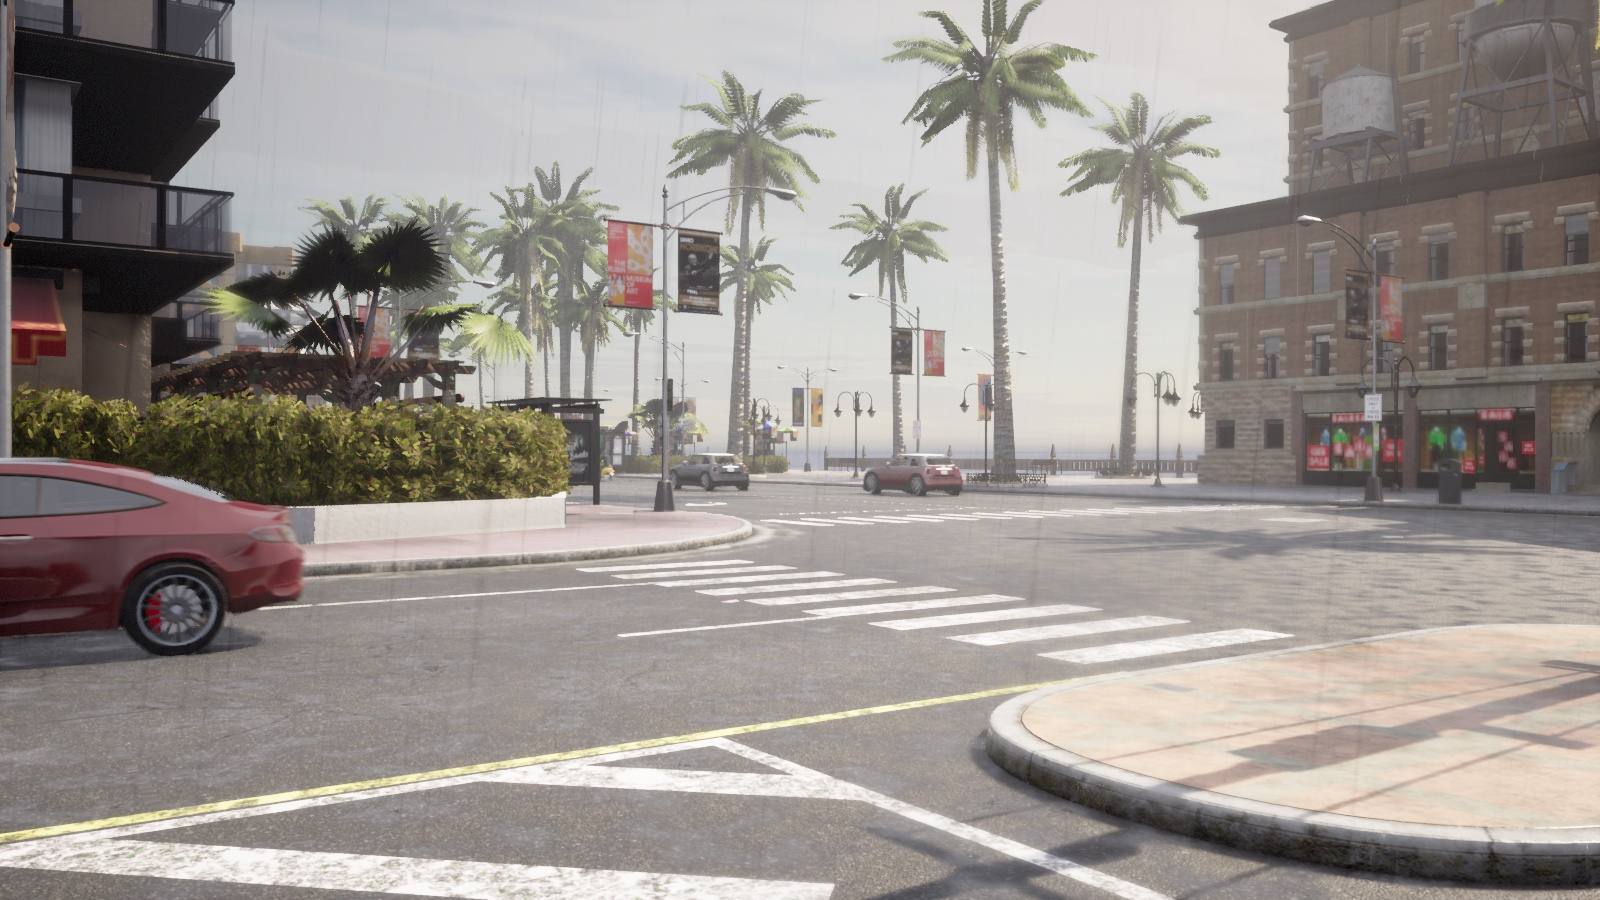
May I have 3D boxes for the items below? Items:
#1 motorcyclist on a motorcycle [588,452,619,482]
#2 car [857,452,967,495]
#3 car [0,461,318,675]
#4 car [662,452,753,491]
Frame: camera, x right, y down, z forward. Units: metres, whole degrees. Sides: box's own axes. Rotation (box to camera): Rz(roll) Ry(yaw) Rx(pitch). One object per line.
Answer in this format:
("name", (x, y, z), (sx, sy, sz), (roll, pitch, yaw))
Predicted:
("motorcyclist on a motorcycle", (-10.312, 0.882, 65.992), (0.866, 1.590, 1.817), (0, 0, -36))
("car", (3.971, 0.812, 45.206), (1.970, 1.475, 3.806), (0, 0, -34))
("car", (-6.152, 0.806, 9.089), (4.674, 1.442, 1.812), (0, 0, -35))
("car", (-3.737, 0.841, 50.279), (1.970, 1.475, 3.806), (0, 0, -34))
